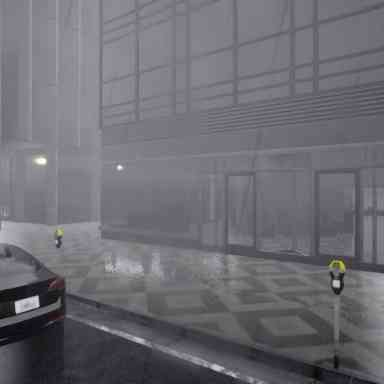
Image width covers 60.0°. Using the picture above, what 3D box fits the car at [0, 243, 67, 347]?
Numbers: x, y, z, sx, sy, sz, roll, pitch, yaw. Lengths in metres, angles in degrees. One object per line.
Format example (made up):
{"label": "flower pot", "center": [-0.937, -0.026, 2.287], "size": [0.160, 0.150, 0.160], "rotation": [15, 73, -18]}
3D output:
{"label": "car", "center": [-3.938, 1.565, 5.719], "size": [4.313, 1.339, 1.947], "rotation": [0, 0, 35]}
